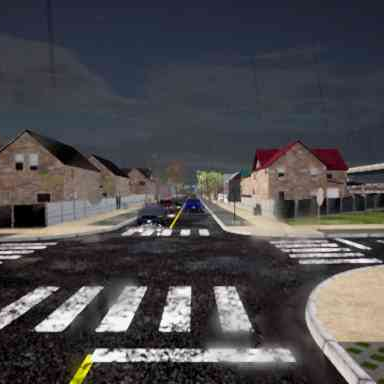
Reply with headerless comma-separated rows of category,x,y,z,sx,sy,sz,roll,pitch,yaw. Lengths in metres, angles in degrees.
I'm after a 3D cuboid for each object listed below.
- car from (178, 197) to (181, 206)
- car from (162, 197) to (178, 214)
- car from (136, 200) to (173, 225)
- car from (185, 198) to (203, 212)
car,-2.709,1.522,52.797,2.033,1.411,5.357,0,0,1
car,-2.776,1.510,35.264,1.812,1.442,4.674,0,0,0
car,-2.802,1.536,24.510,2.033,1.411,5.357,0,0,0
car,0.176,1.460,37.710,1.882,1.535,5.008,0,0,0
